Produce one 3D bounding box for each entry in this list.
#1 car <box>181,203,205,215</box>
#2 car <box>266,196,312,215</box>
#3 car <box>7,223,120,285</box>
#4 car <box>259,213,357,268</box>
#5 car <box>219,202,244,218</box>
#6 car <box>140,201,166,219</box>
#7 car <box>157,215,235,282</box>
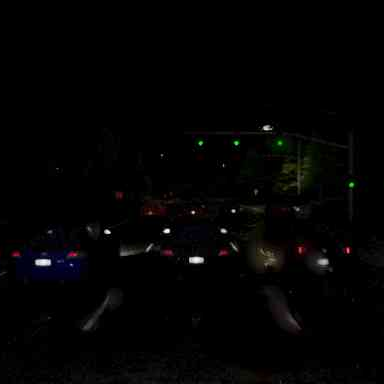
[{"bbox_3d":[0.105,1.645,28.982,1.994,1.385,4.181,0,0,0],"label":"car"},{"bbox_3d":[7.104,1.291,24.929,2.150,2.045,5.566,0,0,0],"label":"car"},{"bbox_3d":[-3.399,1.590,9.600,1.994,1.385,4.181,0,0,0],"label":"car"},{"bbox_3d":[3.601,1.633,11.352,1.895,1.301,4.718,0,0,0],"label":"car"},{"bbox_3d":[3.605,1.650,30.863,1.994,1.385,4.181,0,0,0],"label":"car"},{"bbox_3d":[-3.395,1.561,29.575,1.882,1.535,5.008,0,0,0],"label":"car"},{"bbox_3d":[0.103,1.591,9.853,1.994,1.385,4.181,0,0,0],"label":"car"}]
